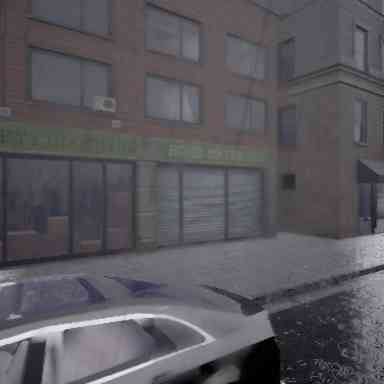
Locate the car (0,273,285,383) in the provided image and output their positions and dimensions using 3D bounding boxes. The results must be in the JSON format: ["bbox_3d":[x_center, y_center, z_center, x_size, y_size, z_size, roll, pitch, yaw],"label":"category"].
[{"bbox_3d":[-1.445,1.492,2.348,4.902,1.511,2.128,0,0,-35],"label":"car"}]
